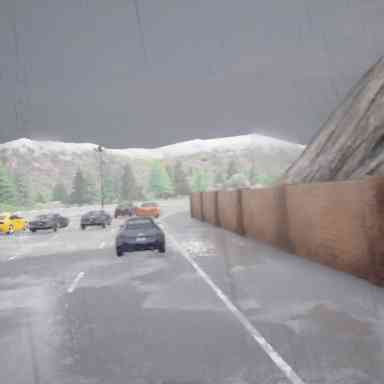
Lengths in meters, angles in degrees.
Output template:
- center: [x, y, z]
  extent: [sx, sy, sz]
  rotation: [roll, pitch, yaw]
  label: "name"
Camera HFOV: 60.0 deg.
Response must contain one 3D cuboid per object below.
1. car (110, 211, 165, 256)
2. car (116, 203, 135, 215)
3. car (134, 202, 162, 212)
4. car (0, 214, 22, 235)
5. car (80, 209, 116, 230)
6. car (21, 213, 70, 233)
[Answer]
- center: [-2.285, 1.812, 14.645]
  extent: [1.994, 1.385, 4.181]
  rotation: [-3, 0, -10]
  label: "car"
- center: [-7.876, 2.121, 40.613]
  extent: [2.097, 1.767, 4.553]
  rotation: [-3, -1, 5]
  label: "car"
- center: [-4.480, 1.898, 36.247]
  extent: [2.097, 1.767, 4.553]
  rotation: [-3, -1, 1]
  label: "car"
- center: [-14.718, 2.505, 26.315]
  extent: [1.882, 1.535, 5.008]
  rotation: [-3, 0, -7]
  label: "car"
- center: [-7.809, 2.204, 27.323]
  extent: [2.033, 1.411, 5.357]
  rotation: [-3, 0, -7]
  label: "car"
- center: [-11.247, 2.386, 26.429]
  extent: [2.033, 1.411, 5.357]
  rotation: [-3, 0, -7]
  label: "car"
